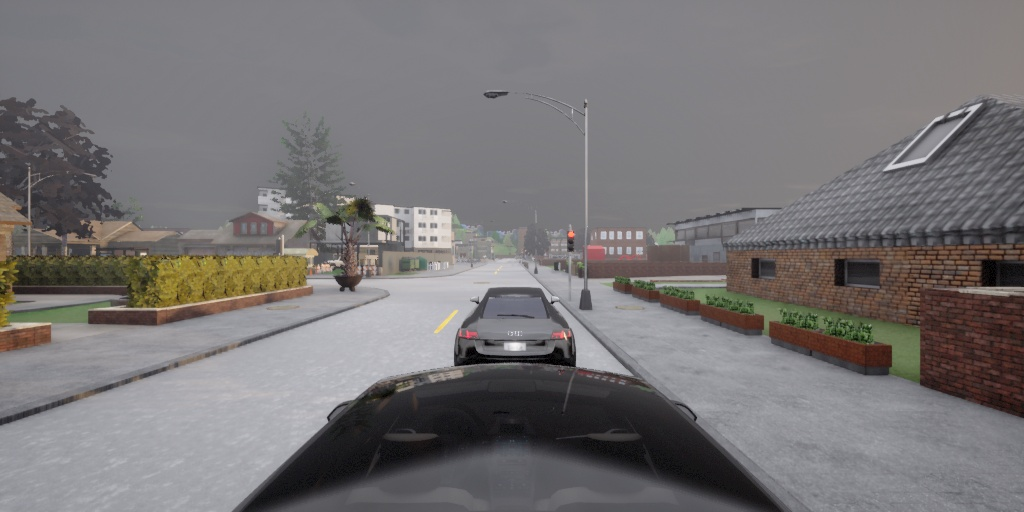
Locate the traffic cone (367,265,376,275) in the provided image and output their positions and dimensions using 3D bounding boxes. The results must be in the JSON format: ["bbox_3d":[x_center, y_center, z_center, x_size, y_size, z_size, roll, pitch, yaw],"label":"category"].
[{"bbox_3d":[-15.749,1.561,40.150,0.344,0.586,0.344,0,0,0],"label":"traffic cone"}]

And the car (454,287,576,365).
[{"bbox_3d":[0.059,1.314,7.333,1.994,1.385,4.181,0,0,0],"label":"car"}]

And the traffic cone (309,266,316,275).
[{"bbox_3d":[-19.796,1.568,35.267,0.344,0.586,0.344,0,0,0],"label":"traffic cone"}]

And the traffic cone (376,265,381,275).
[{"bbox_3d":[-15.388,1.558,40.720,0.344,0.586,0.344,0,0,0],"label":"traffic cone"}]
